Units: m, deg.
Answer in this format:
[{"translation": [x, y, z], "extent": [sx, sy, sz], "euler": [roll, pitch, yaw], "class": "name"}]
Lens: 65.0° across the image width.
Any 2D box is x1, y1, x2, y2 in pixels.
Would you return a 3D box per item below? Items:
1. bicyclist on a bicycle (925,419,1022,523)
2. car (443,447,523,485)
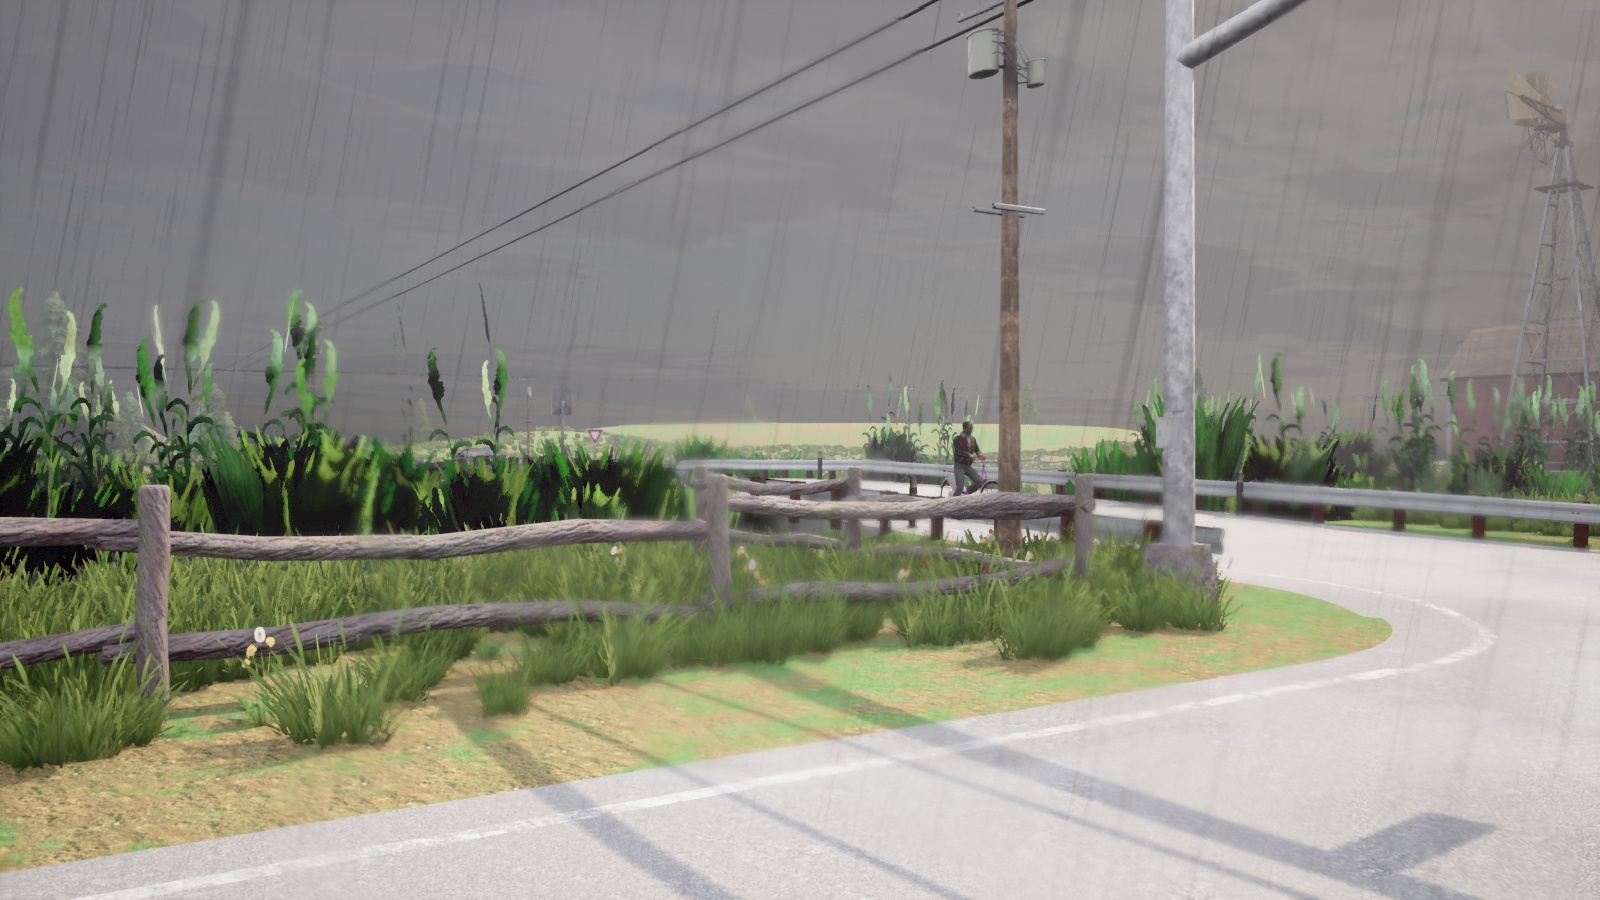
[{"translation": [3.128, 0.348, 22.816], "extent": [0.659, 1.776, 1.843], "euler": [0, 2, -32], "class": "bicyclist on a bicycle"}, {"translation": [-12.501, 0.644, 49.347], "extent": [1.994, 1.385, 4.181], "euler": [0, -2, -30], "class": "car"}]
